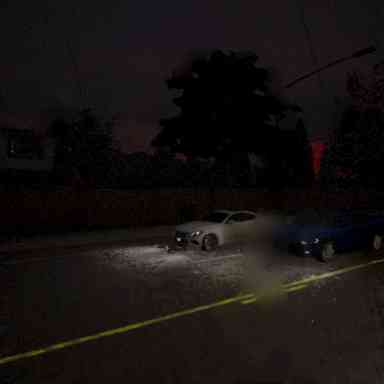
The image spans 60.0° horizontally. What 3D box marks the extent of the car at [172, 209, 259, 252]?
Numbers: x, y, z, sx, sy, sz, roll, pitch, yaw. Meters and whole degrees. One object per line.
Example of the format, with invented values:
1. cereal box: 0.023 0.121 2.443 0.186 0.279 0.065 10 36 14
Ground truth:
1. car: 1.412 1.445 13.611 4.674 1.442 1.812 -1 0 -35

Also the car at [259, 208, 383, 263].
1. car: 4.895 1.380 11.780 5.008 1.535 1.882 -1 0 -35
